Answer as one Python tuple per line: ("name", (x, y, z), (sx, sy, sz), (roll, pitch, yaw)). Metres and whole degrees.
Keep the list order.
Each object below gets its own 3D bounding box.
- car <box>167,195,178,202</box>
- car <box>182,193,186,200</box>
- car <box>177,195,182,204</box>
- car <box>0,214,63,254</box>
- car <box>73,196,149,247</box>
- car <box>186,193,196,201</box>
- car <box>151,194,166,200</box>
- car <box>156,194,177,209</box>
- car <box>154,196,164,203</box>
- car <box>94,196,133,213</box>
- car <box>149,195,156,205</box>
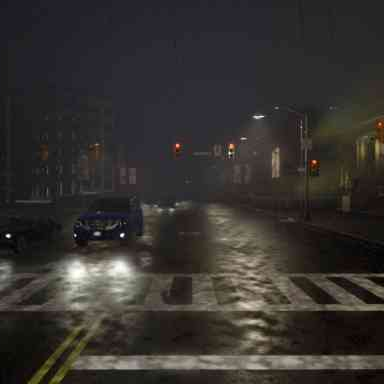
("car", (-4.550, 1.500, 77.071), (1.837, 1.490, 4.892), (0, 0, -14))
("car", (-4.129, 1.552, 86.139), (1.994, 1.385, 4.181), (0, 0, -29))
("car", (-3.535, 1.505, 65.424), (1.837, 1.490, 4.892), (0, 0, 0))
("car", (-7.081, 1.600, 13.672), (1.895, 1.301, 4.718), (0, 0, 0))
("car", (-3.582, 1.220, 15.345), (2.150, 2.045, 5.566), (0, 0, 0))
("car", (-1.092, 1.224, 87.867), (2.150, 2.045, 5.566), (0, 0, -29))
("car", (-9.515, 1.449, 94.482), (1.837, 1.490, 4.892), (0, 0, -43))
("car", (-3.547, 1.477, 46.599), (1.882, 1.535, 5.008), (0, 0, 0))
("car", (-7.372, 1.540, 73.289), (2.033, 1.411, 5.357), (0, 0, -7))
("car", (-8.962, 1.351, 38.450), (2.097, 1.767, 4.553), (0, 0, 24))
("car", (-7.038, 1.525, 59.052), (1.812, 1.442, 4.674), (0, 0, 0))
